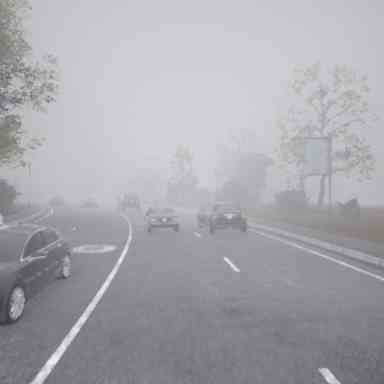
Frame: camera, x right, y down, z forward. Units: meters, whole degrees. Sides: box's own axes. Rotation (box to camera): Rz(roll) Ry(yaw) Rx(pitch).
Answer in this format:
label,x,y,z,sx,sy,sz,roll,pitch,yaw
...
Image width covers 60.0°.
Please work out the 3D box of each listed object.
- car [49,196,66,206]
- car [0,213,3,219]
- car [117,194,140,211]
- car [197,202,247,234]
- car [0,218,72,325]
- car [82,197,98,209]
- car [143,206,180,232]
label,x,y,z,sx,sy,sz,roll,pitch,yaw
car,-22.511,1.422,55.593,2.097,1.767,4.553,0,0,-30
car,-7.733,1.251,9.999,2.150,2.045,5.566,0,0,-6
car,-8.001,1.269,41.679,2.150,2.045,5.566,0,0,-21
car,1.651,1.361,19.729,2.097,1.767,4.553,0,0,-10
car,-4.008,1.522,7.111,1.837,1.490,4.892,0,0,-4
car,-14.813,1.568,48.194,1.837,1.490,4.892,0,-1,-25
car,-1.950,1.566,20.453,2.033,1.411,5.357,0,0,-11
